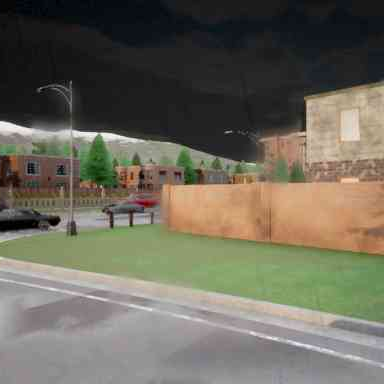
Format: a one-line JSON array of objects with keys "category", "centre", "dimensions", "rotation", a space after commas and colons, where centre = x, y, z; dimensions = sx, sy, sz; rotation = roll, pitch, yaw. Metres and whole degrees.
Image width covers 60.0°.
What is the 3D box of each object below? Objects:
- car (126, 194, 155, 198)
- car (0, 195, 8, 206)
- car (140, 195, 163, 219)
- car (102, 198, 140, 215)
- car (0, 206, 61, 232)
[{"category": "car", "centre": [-6.376, 1.222, 38.343], "dimensions": [2.150, 2.045, 5.566], "rotation": [0, 0, 41]}, {"category": "car", "centre": [-17.419, 1.221, 25.851], "dimensions": [2.150, 2.045, 5.566], "rotation": [0, 0, 42]}, {"category": "car", "centre": [-1.673, 1.352, 27.814], "dimensions": [2.097, 1.767, 4.553], "rotation": [0, 0, 41]}, {"category": "car", "centre": [-6.722, 1.564, 32.670], "dimensions": [1.994, 1.385, 4.181], "rotation": [0, 0, 41]}, {"category": "car", "centre": [-9.957, 1.600, 18.439], "dimensions": [1.895, 1.301, 4.718], "rotation": [0, 0, 41]}]
